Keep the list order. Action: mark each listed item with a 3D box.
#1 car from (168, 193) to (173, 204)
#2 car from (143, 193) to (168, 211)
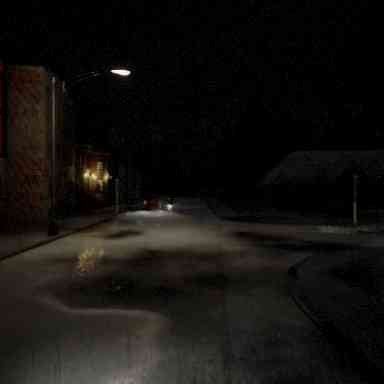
[{"bbox_3d":[-4.049,0.941,50.659,2.097,1.767,4.553,0,1,1],"label":"car"},{"bbox_3d":[-4.082,1.057,36.410,2.097,1.767,4.553,0,0,0],"label":"car"}]
